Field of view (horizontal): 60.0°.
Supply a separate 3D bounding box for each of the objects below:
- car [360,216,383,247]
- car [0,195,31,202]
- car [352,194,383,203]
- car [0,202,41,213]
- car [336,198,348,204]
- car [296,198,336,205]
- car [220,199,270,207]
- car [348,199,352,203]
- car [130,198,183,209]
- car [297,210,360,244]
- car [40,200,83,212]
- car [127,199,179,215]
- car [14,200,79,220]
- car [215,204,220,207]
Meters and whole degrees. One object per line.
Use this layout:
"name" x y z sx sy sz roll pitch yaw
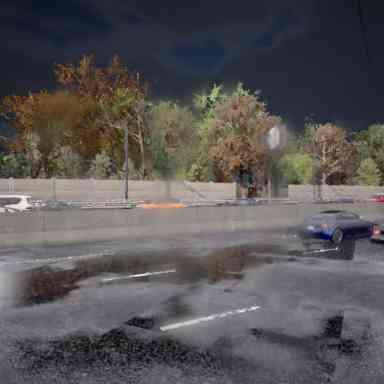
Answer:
"car" 9.274 1.547 13.050 5.357 1.411 2.033 0 0 -30
"car" -12.817 1.222 20.662 5.566 2.045 2.150 0 0 -30
"car" 23.093 1.226 41.585 5.566 2.045 2.150 0 0 -30
"car" -10.956 1.492 17.698 4.902 1.511 2.128 0 0 -30
"car" 21.559 1.555 48.794 5.357 1.411 2.033 0 0 -30
"car" 14.885 1.494 40.856 4.902 1.511 2.128 0 0 -30
"car" 6.071 1.548 35.724 5.357 1.411 2.033 0 0 -30
"car" 24.531 1.361 46.470 4.553 1.767 2.097 0 0 -29
"car" -3.039 1.352 30.412 4.553 1.767 2.097 0 0 -30
"car" 6.989 1.563 15.770 4.181 1.385 1.994 0 0 -30
"car" -11.008 1.492 25.769 4.902 1.511 2.128 0 0 -30
"car" -3.936 1.506 33.938 4.892 1.490 1.837 0 0 -31
"car" -12.570 1.478 28.911 5.008 1.535 1.882 0 0 -30
"car" 5.301 1.548 39.319 5.357 1.411 2.033 0 0 -29
